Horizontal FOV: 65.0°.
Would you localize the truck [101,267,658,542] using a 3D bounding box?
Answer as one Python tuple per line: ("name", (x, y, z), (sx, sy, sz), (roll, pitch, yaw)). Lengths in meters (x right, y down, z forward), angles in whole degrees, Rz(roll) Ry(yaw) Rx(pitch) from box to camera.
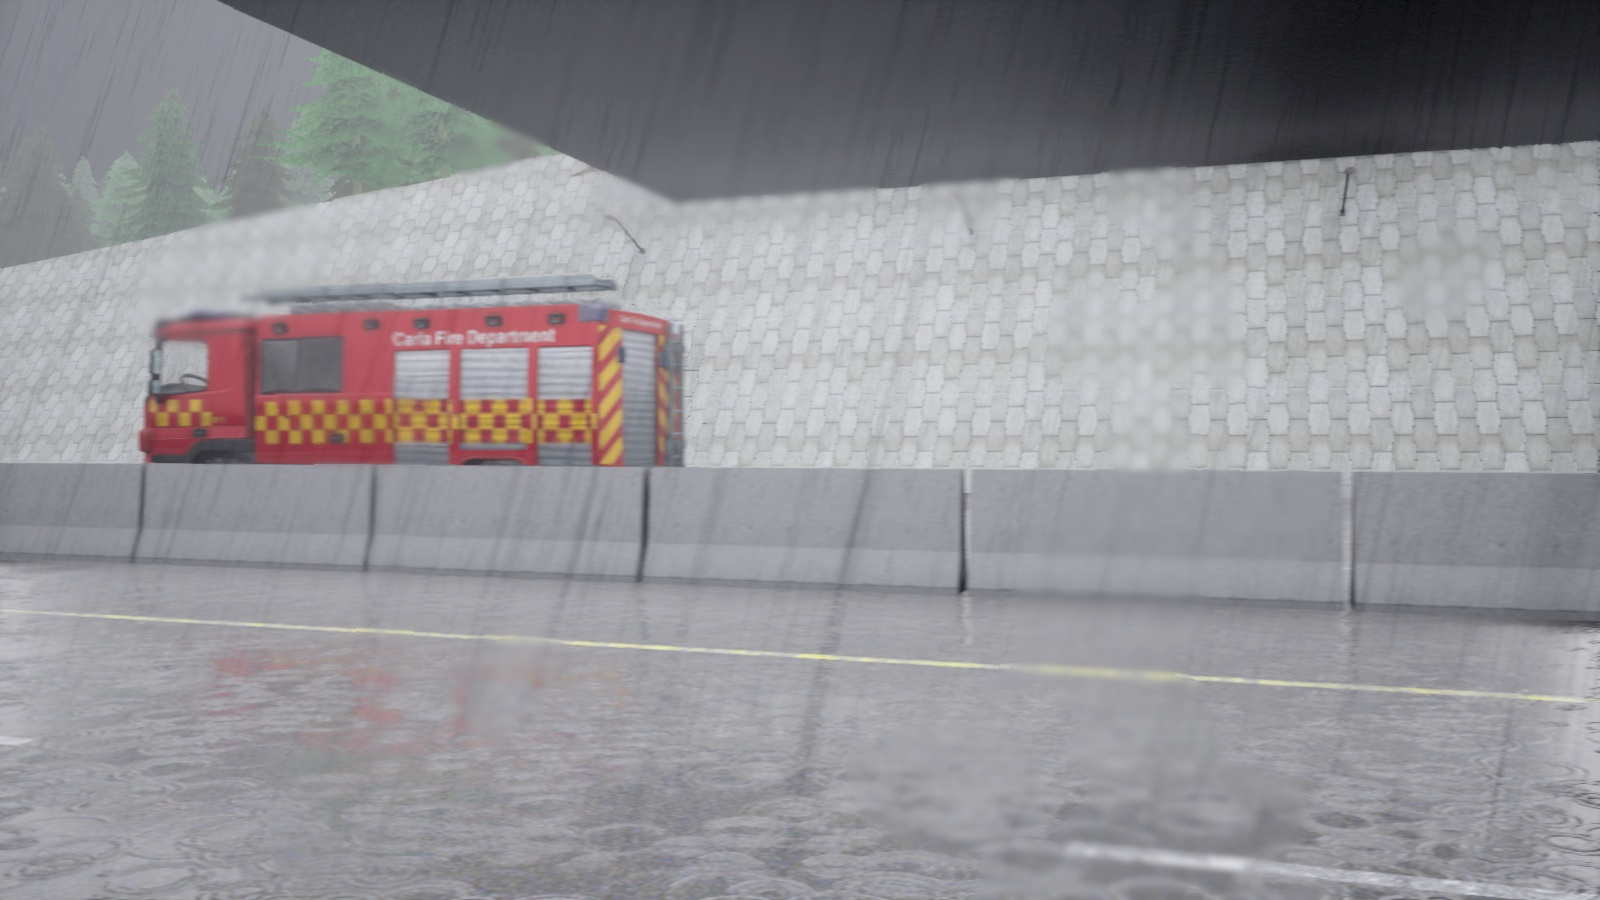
("truck", (-6.763, -0.688, 20.221), (8.468, 3.827, 2.891), (1, 1, 19))
